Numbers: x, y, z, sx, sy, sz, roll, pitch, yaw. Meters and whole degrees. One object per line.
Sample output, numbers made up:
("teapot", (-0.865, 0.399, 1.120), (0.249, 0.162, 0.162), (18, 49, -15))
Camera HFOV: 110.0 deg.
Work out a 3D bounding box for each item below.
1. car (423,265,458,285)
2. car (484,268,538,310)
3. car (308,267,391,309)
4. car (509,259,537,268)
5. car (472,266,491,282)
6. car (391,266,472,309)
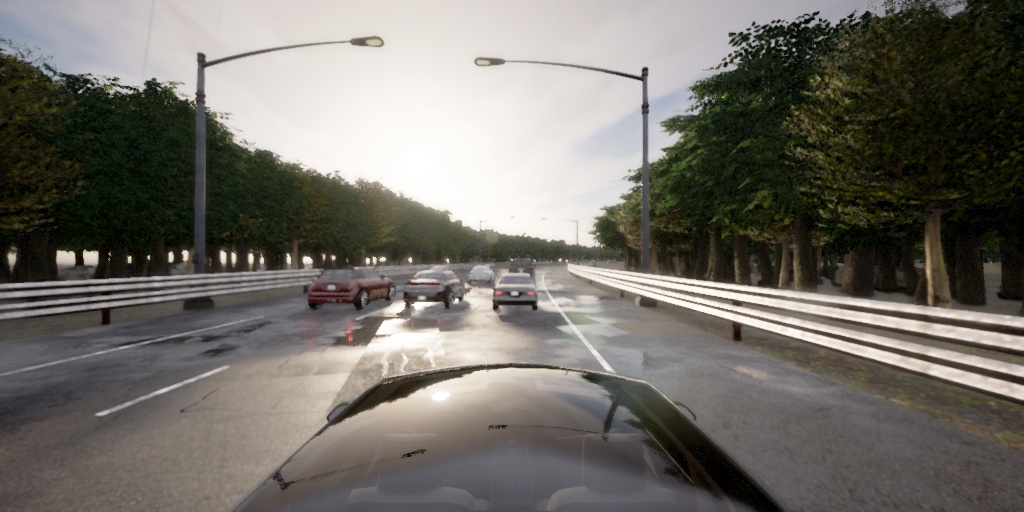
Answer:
("car", (-6.076, 1.585, 31.033), (1.812, 1.442, 4.674), (0, 0, 4))
("car", (0.172, 1.439, 15.531), (2.033, 1.411, 5.357), (0, -1, 2))
("car", (-6.821, 1.245, 15.821), (2.097, 1.767, 4.553), (0, -1, 2))
("car", (0.876, 1.265, 30.212), (2.150, 2.045, 5.566), (0, 0, 4))
("car", (-2.583, 1.582, 30.820), (1.812, 1.442, 4.674), (0, 0, 4))
("car", (-3.312, 1.389, 15.936), (2.128, 1.511, 4.902), (0, 0, 2))
